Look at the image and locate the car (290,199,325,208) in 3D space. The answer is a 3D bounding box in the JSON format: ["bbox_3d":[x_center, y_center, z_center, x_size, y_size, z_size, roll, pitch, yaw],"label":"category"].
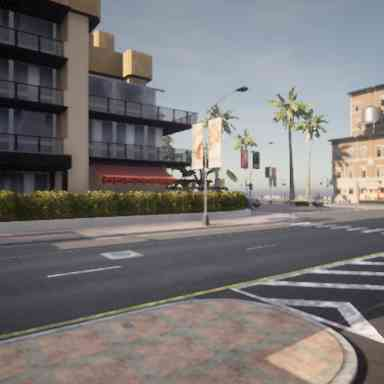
[{"bbox_3d":[16.431,1.599,47.785,1.895,1.301,4.718,0,0,-35],"label":"car"}]

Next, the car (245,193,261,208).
[{"bbox_3d":[7.432,1.220,48.094,2.150,2.045,5.566,0,0,-35],"label":"car"}]
